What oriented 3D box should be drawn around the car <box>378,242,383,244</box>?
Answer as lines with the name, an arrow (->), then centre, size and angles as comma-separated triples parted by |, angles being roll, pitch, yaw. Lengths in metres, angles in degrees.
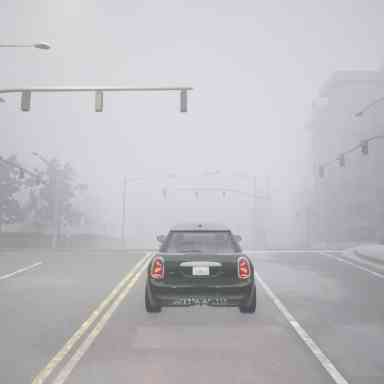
car -> 17.219, 4.278, 26.174 | 4.892, 1.490, 1.837 | 5, -10, 1

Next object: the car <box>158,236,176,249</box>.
car -> -3.093, 6.472, 42.175 | 1.837, 1.490, 4.892 | 0, -10, 1

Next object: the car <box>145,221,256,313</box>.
car -> 0.177, 1.486, 8.130 | 2.097, 1.767, 4.553 | 0, -1, 0
